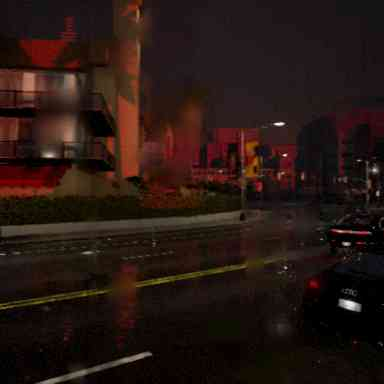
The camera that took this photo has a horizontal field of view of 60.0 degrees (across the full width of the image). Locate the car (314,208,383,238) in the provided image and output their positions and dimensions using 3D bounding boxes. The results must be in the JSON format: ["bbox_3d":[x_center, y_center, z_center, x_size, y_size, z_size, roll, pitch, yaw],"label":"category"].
[{"bbox_3d":[7.168,1.623,13.292,4.902,1.511,2.128,1,-1,-43],"label":"car"}]

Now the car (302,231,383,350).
[{"bbox_3d":[3.897,1.624,6.030,4.181,1.385,1.994,0,-1,-37],"label":"car"}]

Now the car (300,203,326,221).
[{"bbox_3d":[11.194,1.834,30.602,1.837,1.490,4.892,0,-1,24],"label":"car"}]

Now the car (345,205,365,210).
[{"bbox_3d":[14.480,1.839,29.360,2.033,1.411,5.357,0,-1,23],"label":"car"}]
